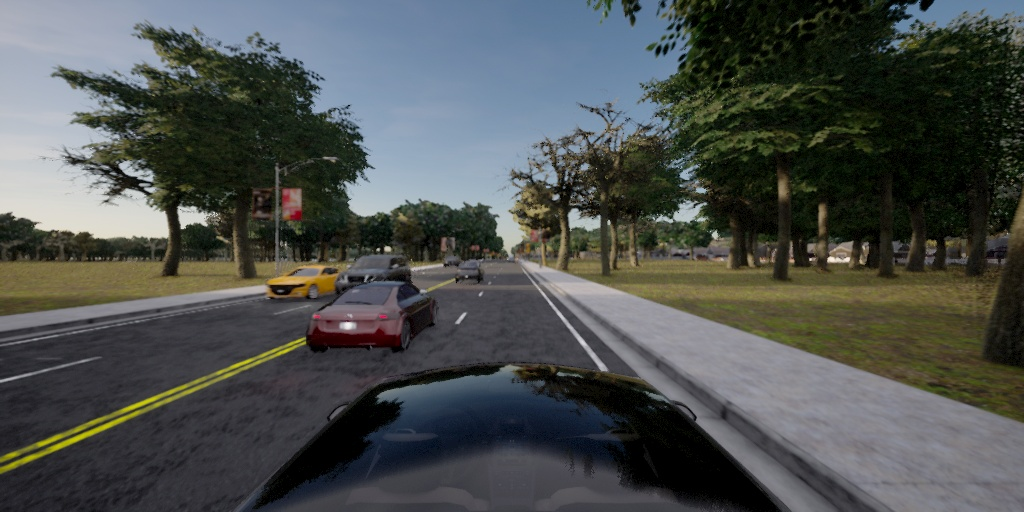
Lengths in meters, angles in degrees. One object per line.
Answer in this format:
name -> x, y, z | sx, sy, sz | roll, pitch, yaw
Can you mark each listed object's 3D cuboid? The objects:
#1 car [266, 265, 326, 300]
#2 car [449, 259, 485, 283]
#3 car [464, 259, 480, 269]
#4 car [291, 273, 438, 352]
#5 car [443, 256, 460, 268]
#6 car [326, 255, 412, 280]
car -> -9.847, 1.214, 17.751 | 1.882, 1.535, 5.008 | 0, 0, 0
car -> -3.146, 1.220, 27.322 | 2.128, 1.511, 4.902 | 0, 0, 0
car -> -6.527, 1.268, 59.122 | 2.033, 1.411, 5.357 | 0, 0, 1
car -> -3.152, 1.308, 8.903 | 1.994, 1.385, 4.181 | 0, 0, 0
car -> -9.779, 0.942, 59.047 | 2.150, 2.045, 5.566 | 0, 0, 1
car -> -6.596, 0.956, 17.792 | 2.150, 2.045, 5.566 | 0, 0, 0
